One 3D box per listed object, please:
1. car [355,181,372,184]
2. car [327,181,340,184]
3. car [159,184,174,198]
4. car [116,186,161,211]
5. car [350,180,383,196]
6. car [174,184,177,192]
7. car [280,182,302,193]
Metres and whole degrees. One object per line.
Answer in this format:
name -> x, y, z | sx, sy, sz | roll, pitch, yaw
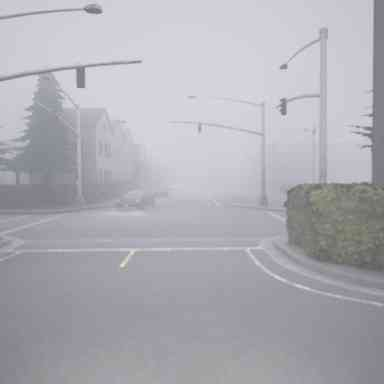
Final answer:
car -> 18.957, -0.227, 34.448 | 1.905, 1.878, 3.866 | -1, 2, -1
car -> 25.201, -1.130, 59.729 | 2.152, 1.636, 5.027 | -1, 2, -1
car -> -3.794, -0.015, 42.064 | 2.033, 1.411, 5.357 | -1, 2, 0
car -> -4.197, 0.562, 25.917 | 1.812, 1.442, 4.674 | 0, 2, 12
car -> 22.187, -0.524, 42.334 | 1.932, 1.855, 4.605 | -1, 2, -1
car -> -3.803, -0.830, 62.510 | 1.882, 1.535, 5.008 | -1, 2, 0
car -> 15.176, -0.622, 52.298 | 2.007, 1.523, 4.514 | -1, 2, -1
